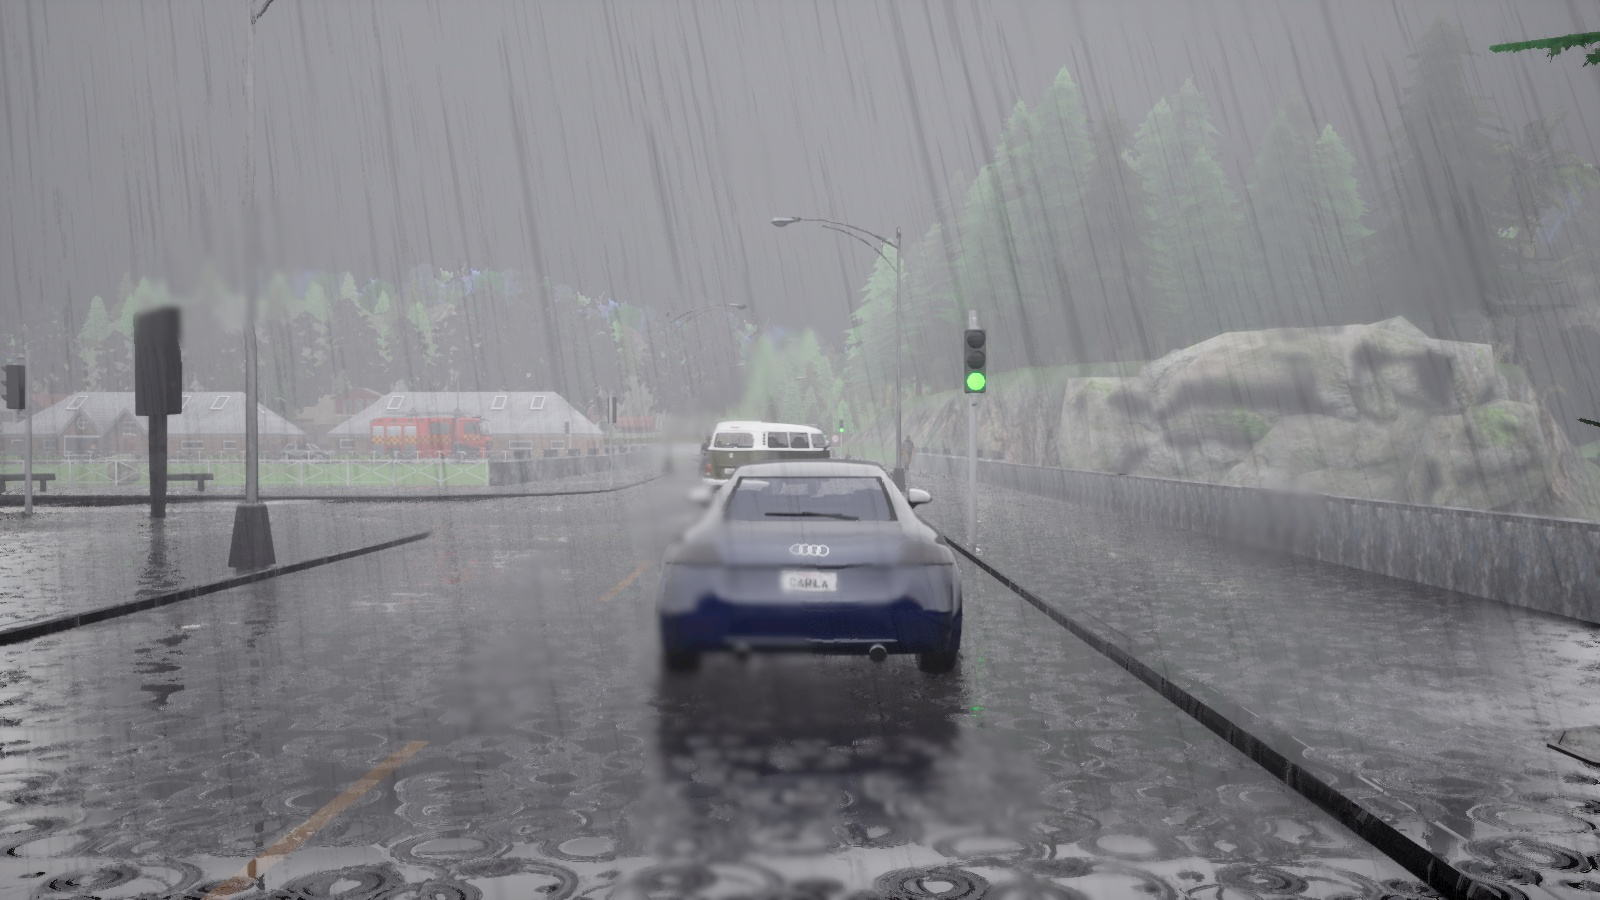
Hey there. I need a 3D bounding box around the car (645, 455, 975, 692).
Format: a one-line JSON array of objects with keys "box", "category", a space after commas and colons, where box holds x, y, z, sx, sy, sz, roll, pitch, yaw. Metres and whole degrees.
[{"box": [0.076, 0.756, 9.683, 1.994, 1.385, 4.181, 0, 0, 0], "category": "car"}]

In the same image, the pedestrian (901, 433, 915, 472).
[{"box": [5.200, 0.118, 60.731, 0.540, 1.848, 0.694, 0, 0, -8], "category": "pedestrian"}]

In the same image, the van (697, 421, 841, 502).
[{"box": [-0.765, 0.274, 34.535, 2.069, 2.038, 4.480, 1, 1, 27], "category": "van"}]

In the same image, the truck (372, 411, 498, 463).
[{"box": [-26.984, -0.965, 93.129, 8.468, 3.827, 2.891, 0, 0, 0], "category": "truck"}]
